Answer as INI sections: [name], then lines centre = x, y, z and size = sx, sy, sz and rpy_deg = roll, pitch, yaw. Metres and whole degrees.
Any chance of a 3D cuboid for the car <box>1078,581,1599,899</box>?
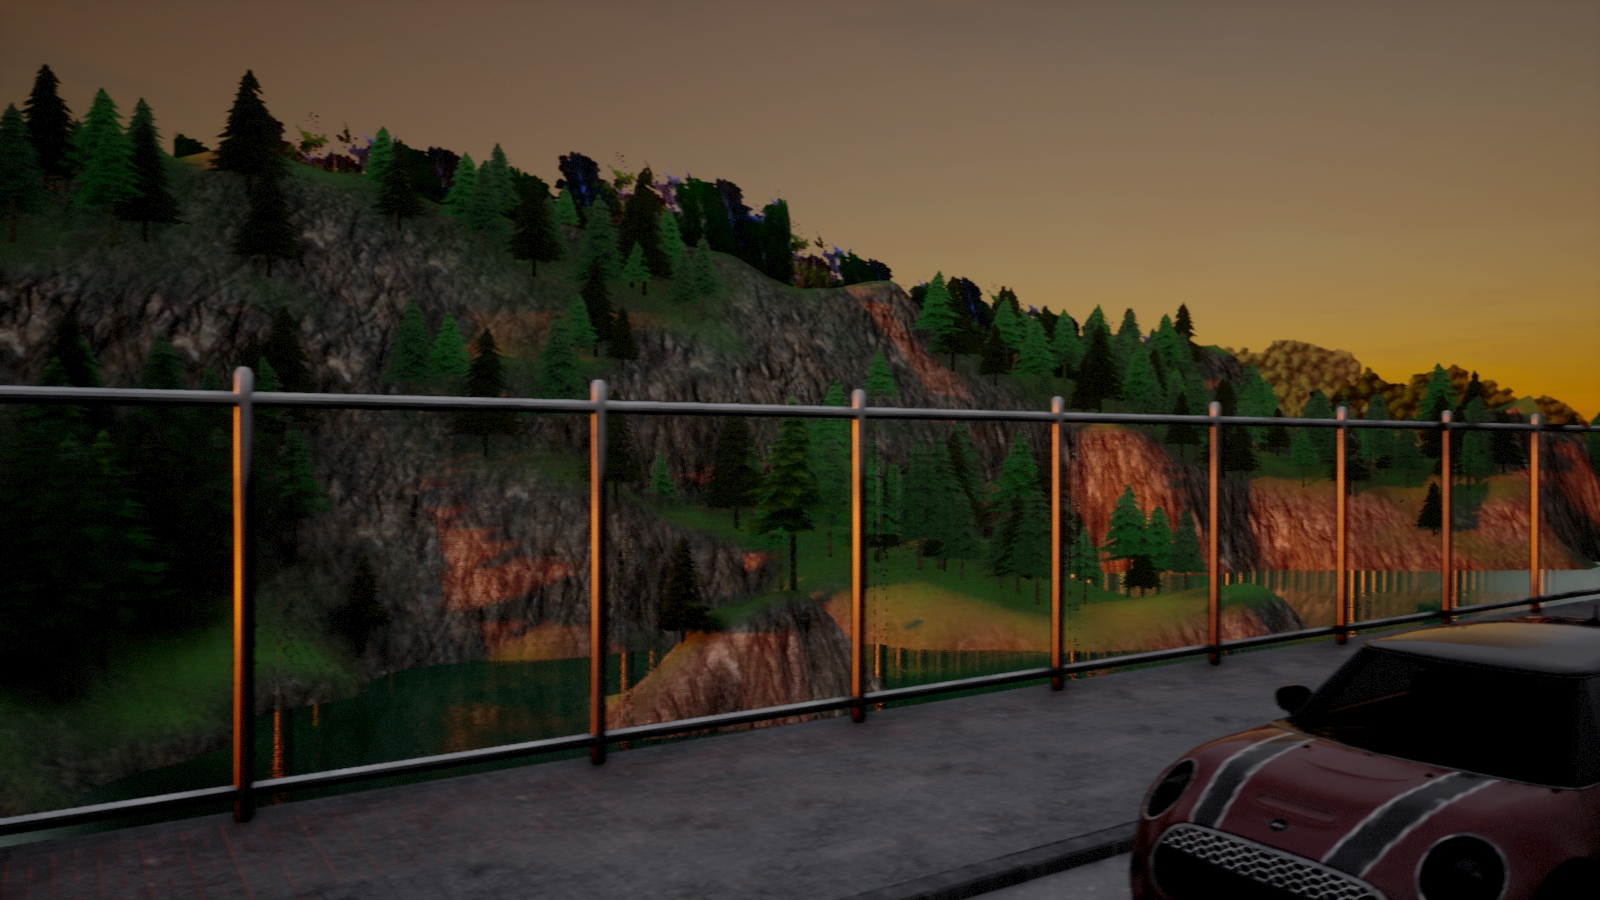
[car]
centre = 4.031, 1.903, 6.750
size = 4.553, 1.767, 2.097
rpy_deg = 0, 0, -33
